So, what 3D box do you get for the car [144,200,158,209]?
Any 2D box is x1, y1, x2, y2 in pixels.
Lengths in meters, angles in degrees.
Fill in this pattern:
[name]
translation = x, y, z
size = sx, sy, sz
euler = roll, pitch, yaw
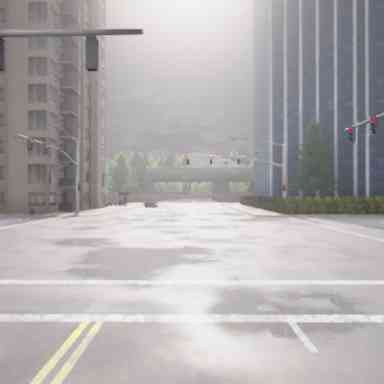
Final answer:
[car]
translation = -6.970, 2.067, 56.326
size = 1.895, 1.301, 4.718
euler = 0, 0, 0
